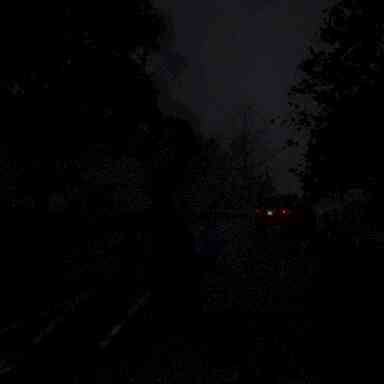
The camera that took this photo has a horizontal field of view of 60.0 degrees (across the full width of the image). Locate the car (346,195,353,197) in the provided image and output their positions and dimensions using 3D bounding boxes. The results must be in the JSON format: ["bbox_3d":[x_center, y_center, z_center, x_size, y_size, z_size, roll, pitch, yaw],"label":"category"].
[{"bbox_3d":[27.297,1.558,52.722,5.008,1.535,2.097,0,-1,1],"label":"car"}]

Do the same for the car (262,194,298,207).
[{"bbox_3d":[15.177,1.450,57.619,5.566,2.045,2.435,0,-1,1],"label":"car"}]

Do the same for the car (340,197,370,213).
[{"bbox_3d":[17.737,1.502,35.505,1.994,1.385,4.181,0,0,39],"label":"car"}]

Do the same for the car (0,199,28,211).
[{"bbox_3d":[-23.201,1.663,43.204,5.008,1.535,1.882,-1,0,41],"label":"car"}]

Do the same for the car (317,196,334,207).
[{"bbox_3d":[20.014,1.695,52.015,1.895,1.301,4.718,0,-1,3],"label":"car"}]

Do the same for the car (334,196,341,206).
[{"bbox_3d":[23.512,1.418,57.893,2.150,2.045,5.566,0,-1,2],"label":"car"}]

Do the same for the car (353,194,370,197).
[{"bbox_3d":[27.196,1.378,49.691,4.553,1.767,2.185,0,-1,1],"label":"car"}]

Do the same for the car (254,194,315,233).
[{"bbox_3d":[5.554,1.204,19.925,2.150,2.045,5.566,-1,0,32],"label":"car"}]
